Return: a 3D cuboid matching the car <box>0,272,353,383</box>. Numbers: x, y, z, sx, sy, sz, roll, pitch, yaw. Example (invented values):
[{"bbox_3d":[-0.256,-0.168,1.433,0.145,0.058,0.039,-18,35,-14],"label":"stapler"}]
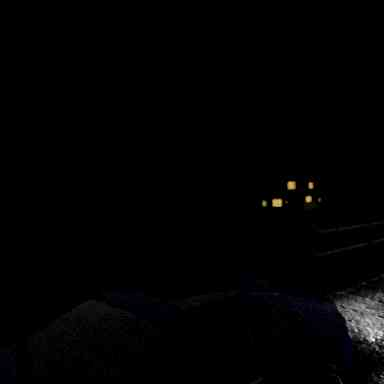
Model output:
[{"bbox_3d":[-0.317,1.555,2.878,4.674,1.442,1.812,0,-1,-40],"label":"car"}]
